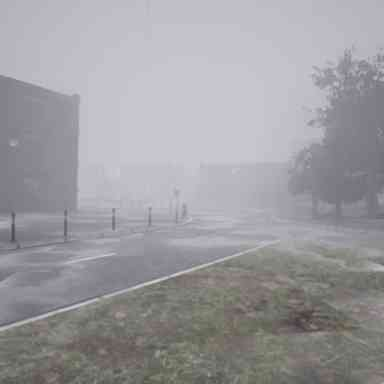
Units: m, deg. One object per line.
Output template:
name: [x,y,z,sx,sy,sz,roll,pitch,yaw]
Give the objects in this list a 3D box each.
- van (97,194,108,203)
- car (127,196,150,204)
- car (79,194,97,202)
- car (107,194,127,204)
van: [-17.228,1.337,70.584,1.878,1.987,4.442,1,0,31]
car: [-10.064,1.745,66.318,2.163,1.488,4.792,1,-1,31]
car: [-21.796,1.319,73.536,2.185,1.767,4.553,2,0,31]
car: [-14.670,1.496,69.197,2.185,1.767,4.553,1,-1,31]
